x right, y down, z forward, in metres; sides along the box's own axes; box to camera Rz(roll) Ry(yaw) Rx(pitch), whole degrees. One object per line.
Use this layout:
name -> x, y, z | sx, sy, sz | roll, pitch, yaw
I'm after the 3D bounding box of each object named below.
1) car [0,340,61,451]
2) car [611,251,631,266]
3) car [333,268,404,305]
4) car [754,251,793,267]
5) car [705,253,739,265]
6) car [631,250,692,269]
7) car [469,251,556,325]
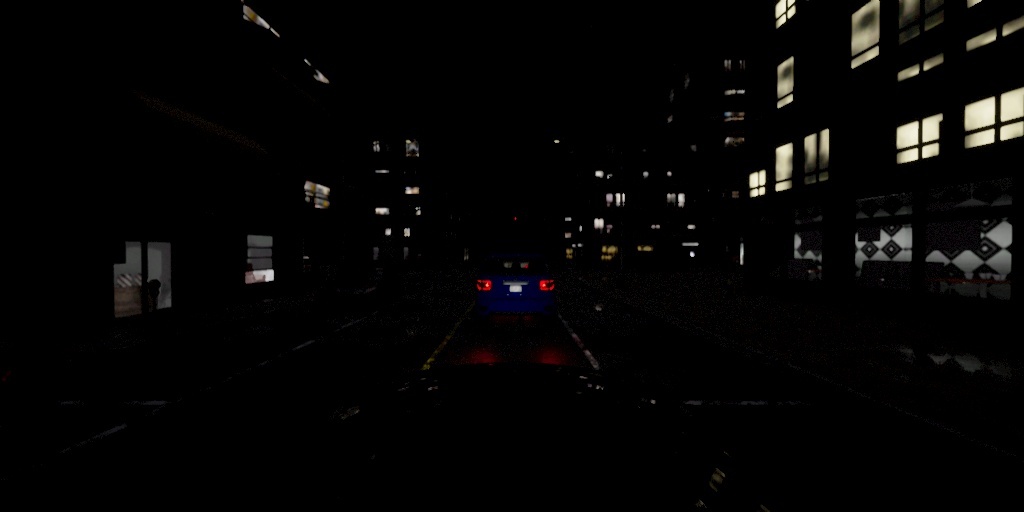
car -> -5.690, 1.297, 1.955 | 2.007, 1.370, 4.403 | 0, 0, 0
car -> 14.560, 0.268, 43.232 | 5.009, 1.841, 2.192 | 0, 0, -1
car -> -5.745, 1.174, 14.871 | 1.802, 1.307, 4.207 | 0, 0, 0
car -> 25.791, 0.425, 34.952 | 4.313, 1.339, 1.948 | 0, 0, -1
car -> 25.651, 0.327, 43.331 | 4.207, 1.307, 1.802 | 0, 0, -1
car -> 14.698, 0.383, 34.854 | 5.009, 1.841, 2.192 | 0, 0, -1
car -> 0.093, 0.856, 11.387 | 2.150, 2.045, 5.566 | 0, 1, 0
